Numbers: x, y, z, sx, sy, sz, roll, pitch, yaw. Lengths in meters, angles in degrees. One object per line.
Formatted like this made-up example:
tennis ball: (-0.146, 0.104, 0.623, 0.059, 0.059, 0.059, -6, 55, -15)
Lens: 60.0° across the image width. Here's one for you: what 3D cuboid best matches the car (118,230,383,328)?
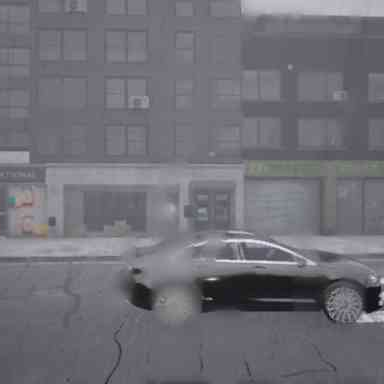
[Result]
car: (1.071, 1.520, 6.477, 4.902, 1.511, 2.128, 0, 0, -2)
